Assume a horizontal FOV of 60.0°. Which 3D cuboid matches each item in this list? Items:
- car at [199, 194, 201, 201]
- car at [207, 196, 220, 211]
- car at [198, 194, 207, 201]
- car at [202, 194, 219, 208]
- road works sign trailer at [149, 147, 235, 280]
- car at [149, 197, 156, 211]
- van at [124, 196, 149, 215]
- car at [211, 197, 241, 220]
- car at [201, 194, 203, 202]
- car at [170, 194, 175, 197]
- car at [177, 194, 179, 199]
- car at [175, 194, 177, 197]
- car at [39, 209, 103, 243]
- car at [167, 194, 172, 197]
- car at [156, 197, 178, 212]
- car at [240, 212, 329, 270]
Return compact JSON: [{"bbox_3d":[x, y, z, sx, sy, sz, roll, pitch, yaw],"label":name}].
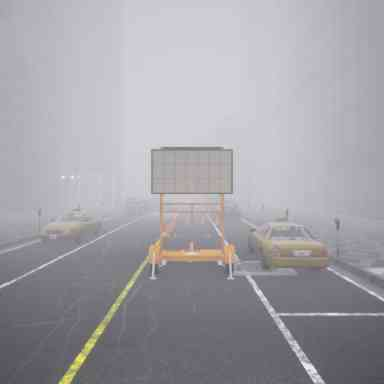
[{"bbox_3d":[2.865,1.479,61.395,1.967,1.590,4.097,0,0,0],"label":"car"},{"bbox_3d":[2.862,1.434,33.197,1.967,1.590,4.097,0,0,0],"label":"car"},{"bbox_3d":[2.866,1.434,89.593,2.192,1.841,5.009,0,0,0],"label":"car"},{"bbox_3d":[2.863,1.323,44.477,2.192,1.841,5.009,0,0,0],"label":"car"},{"bbox_3d":[0.001,0.461,9.952,2.380,3.560,2.880,0,0,0],"label":"road works sign trailer"},{"bbox_3d":[-5.663,1.565,38.852,1.947,1.339,4.313,0,0,0],"label":"car"},{"bbox_3d":[-5.662,1.335,33.213,1.690,1.788,3.998,0,0,0],"label":"van"},{"bbox_3d":[2.862,1.431,27.559,1.967,1.590,4.097,0,0,0],"label":"car"},{"bbox_3d":[2.863,1.333,50.116,2.192,1.841,5.009,0,0,0],"label":"car"},{"bbox_3d":[-5.660,1.601,78.155,1.752,1.417,4.829,0,0,0],"label":"car"},{"bbox_3d":[-5.659,1.456,95.241,2.192,1.841,5.009,0,0,0],"label":"car"},{"bbox_3d":[-5.660,1.411,83.963,2.192,1.841,5.009,0,0,0],"label":"car"},{"bbox_3d":[-5.665,1.519,16.089,1.752,1.417,4.829,0,0,1],"label":"car"},{"bbox_3d":[-5.660,1.631,67.047,1.802,1.307,4.206,0,0,0],"label":"car"},{"bbox_3d":[-2.995,1.600,39.239,1.895,1.301,4.718,0,0,0],"label":"car"},{"bbox_3d":[2.867,1.521,10.842,1.752,1.417,4.829,0,0,1],"label":"car"}]
